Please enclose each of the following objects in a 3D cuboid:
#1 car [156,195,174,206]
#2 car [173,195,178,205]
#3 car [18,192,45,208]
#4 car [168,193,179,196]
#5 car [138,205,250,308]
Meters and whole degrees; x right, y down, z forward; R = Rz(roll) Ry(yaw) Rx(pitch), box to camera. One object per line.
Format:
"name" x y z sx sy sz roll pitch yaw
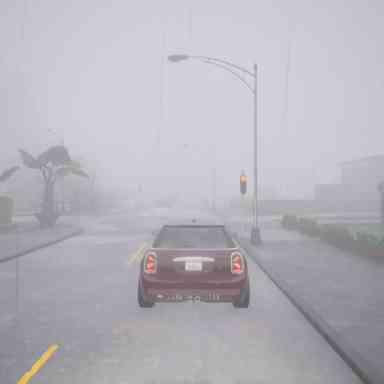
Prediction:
"car" -4.052 1.562 47.899 1.994 1.385 4.181 0 0 0
"car" -4.022 1.599 57.801 1.895 1.301 4.718 0 0 0
"car" -19.721 0.984 41.964 1.905 1.878 3.866 0 0 35
"car" -3.943 1.219 68.195 2.150 2.045 5.566 0 0 1
"car" 0.052 1.352 8.086 2.097 1.767 4.553 0 0 1
